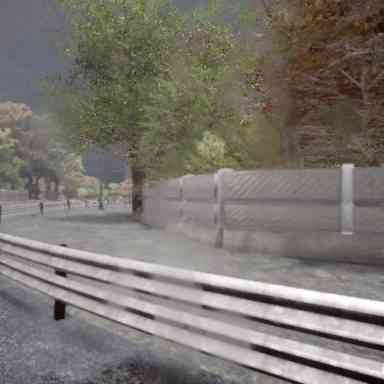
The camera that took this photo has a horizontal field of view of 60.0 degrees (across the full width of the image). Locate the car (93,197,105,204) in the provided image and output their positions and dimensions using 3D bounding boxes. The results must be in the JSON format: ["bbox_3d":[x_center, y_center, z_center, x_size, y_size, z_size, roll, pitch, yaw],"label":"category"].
[{"bbox_3d":[-21.215,1.914,75.784,2.097,1.767,4.553,1,-1,-4],"label":"car"}]
